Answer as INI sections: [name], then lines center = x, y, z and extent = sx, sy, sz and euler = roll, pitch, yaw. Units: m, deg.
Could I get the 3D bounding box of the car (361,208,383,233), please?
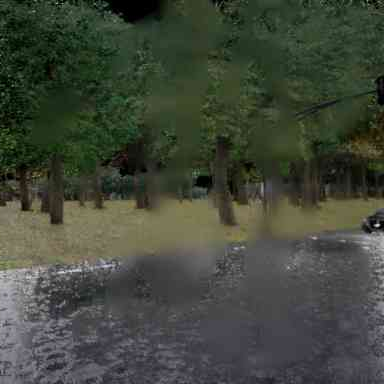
[car]
center = 10.684, 1.418, 17.300
extent = 4.181, 1.385, 1.994
euler = -1, -2, -33
